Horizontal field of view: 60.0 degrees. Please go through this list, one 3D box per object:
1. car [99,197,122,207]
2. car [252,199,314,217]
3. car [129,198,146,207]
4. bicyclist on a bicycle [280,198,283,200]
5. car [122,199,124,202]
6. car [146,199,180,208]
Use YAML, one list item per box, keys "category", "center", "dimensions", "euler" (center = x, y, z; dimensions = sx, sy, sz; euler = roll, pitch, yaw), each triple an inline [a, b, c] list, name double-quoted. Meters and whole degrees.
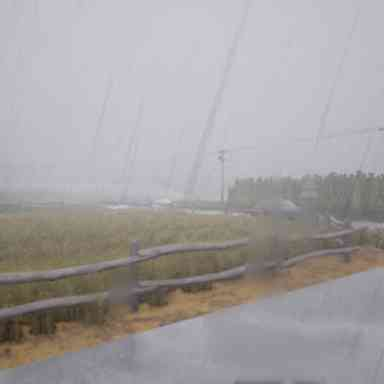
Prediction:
- category: "car"
  center: [-13.180, 1.642, 52.009]
  dimensions: [1.895, 1.301, 4.718]
  euler: [0, 0, -35]
- category: "car"
  center: [6.498, 1.341, 24.096]
  dimensions: [2.097, 1.767, 4.553]
  euler: [0, 0, -35]
- category: "car"
  center: [-7.993, 1.551, 50.309]
  dimensions: [1.994, 1.385, 4.181]
  euler: [0, 0, -35]
- category: "bicyclist on a bicycle"
  center: [8.806, 1.440, 32.332]
  dimensions: [1.656, 1.620, 0.582]
  euler: [0, 0, -35]
- category: "car"
  center: [-14.231, 1.535, 58.086]
  dimensions: [5.357, 1.411, 2.033]
  euler: [0, 0, 33]
- category: "car"
  center: [-3.041, 1.515, 37.569]
  dimensions: [1.812, 1.442, 4.674]
  euler: [0, 0, -36]
